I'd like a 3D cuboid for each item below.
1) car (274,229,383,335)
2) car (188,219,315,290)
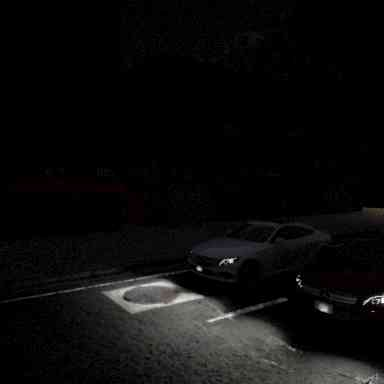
[{"bbox_3d":[3.929,1.512,6.490,4.674,1.442,1.812,0,0,-36],"label":"car"},{"bbox_3d":[2.068,1.512,9.155,4.674,1.442,1.812,0,0,-36],"label":"car"}]
